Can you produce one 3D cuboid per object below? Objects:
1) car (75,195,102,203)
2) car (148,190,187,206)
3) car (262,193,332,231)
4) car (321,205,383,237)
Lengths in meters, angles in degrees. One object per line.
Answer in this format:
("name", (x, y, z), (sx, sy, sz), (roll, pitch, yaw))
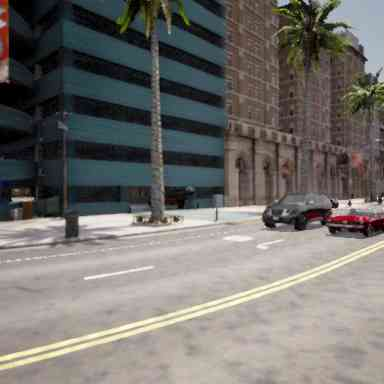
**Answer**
("car", (-16.702, 1.125, 53.128), (1.895, 1.301, 4.718), (0, 1, 44))
("car", (-2.822, 0.738, 40.869), (2.435, 2.045, 5.566), (0, 1, 44))
("car", (6.429, 1.059, 19.824), (2.150, 2.045, 5.566), (0, 0, 44))
("car", (8.665, 1.449, 17.103), (1.895, 1.301, 4.718), (0, 1, 44))
